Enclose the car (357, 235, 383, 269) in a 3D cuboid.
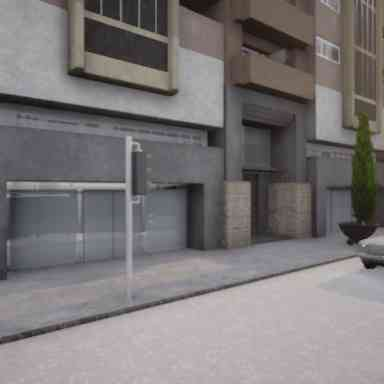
[{"bbox_3d":[6.880,1.573,9.908,4.718,1.301,1.895,0,0,-37],"label":"car"}]
